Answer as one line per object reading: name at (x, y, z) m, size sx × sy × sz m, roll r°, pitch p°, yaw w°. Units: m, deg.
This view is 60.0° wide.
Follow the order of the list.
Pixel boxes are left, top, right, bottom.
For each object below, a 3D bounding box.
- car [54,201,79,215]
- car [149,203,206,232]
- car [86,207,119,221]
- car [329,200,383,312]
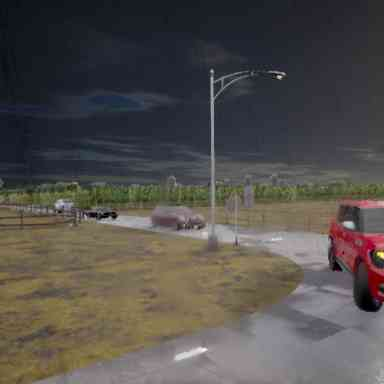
car at (-16.489, 2.323, 44.234) m, size 2.128 × 1.511 × 4.902 m, roll 0°, pitch -1°, yaw -35°
car at (-1.066, 1.670, 22.755) m, size 2.097 × 1.767 × 4.553 m, roll 0°, pitch -1°, yaw -36°
car at (-9.259, 2.189, 34.134) m, size 1.895 × 1.301 × 4.718 m, roll 0°, pitch -1°, yaw -36°
car at (4.700, 1.226, 7.824) m, size 2.150 × 2.045 × 5.566 m, roll 1°, pitch 0°, yaw 14°
